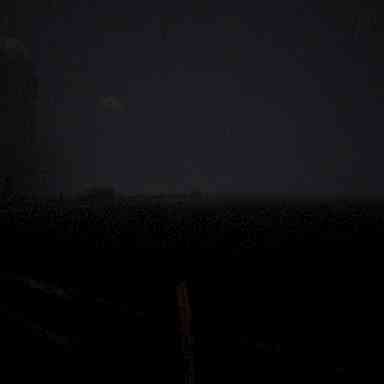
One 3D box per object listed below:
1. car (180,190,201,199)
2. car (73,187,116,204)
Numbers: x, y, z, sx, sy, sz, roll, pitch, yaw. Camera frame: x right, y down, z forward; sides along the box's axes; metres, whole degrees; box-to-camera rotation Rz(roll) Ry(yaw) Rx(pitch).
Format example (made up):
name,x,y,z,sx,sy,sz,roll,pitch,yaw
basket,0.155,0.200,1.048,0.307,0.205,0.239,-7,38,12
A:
name,x,y,z,sx,sy,sz,roll,pitch,yaw
car,-0.272,0.360,58.668,1.882,1.535,5.008,2,2,35
car,-12.173,0.391,41.796,2.150,2.045,5.566,2,2,35
